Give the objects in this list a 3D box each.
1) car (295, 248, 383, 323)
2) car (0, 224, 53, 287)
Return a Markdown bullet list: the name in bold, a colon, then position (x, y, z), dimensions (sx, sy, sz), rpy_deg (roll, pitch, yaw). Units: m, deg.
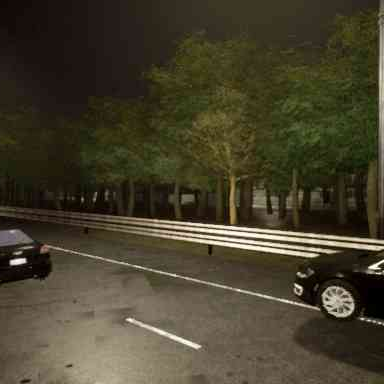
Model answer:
- **car**: position (4.223, 1.505, 5.521), dimensions (4.892, 1.490, 1.837), rpy_deg (0, 0, 37)
- **car**: position (-5.502, 1.554, 8.846), dimensions (4.181, 1.385, 1.994), rpy_deg (0, 0, 40)
